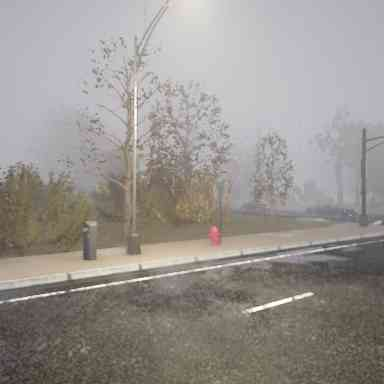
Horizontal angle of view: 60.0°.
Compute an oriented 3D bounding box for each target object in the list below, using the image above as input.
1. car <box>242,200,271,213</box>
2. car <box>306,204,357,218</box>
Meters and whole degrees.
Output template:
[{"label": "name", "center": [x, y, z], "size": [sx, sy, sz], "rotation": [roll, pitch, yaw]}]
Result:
[{"label": "car", "center": [8.378, 1.851, 43.123], "size": [2.128, 1.511, 4.902], "rotation": [1, -1, -26]}, {"label": "car", "center": [13.569, 1.831, 32.485], "size": [1.895, 1.301, 4.718], "rotation": [1, -1, -26]}]
